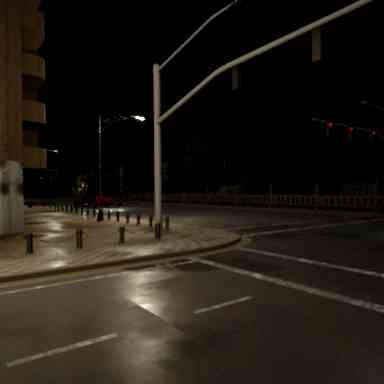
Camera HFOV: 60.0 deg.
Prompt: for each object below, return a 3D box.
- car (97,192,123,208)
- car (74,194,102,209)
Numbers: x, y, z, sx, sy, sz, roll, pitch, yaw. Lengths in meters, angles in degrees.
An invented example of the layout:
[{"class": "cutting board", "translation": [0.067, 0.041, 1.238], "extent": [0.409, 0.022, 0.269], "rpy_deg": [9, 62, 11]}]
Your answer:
[{"class": "car", "translation": [-11.484, 1.054, 45.519], "extent": [2.150, 2.045, 5.566], "rpy_deg": [-1, 1, -36]}, {"class": "car", "translation": [-13.618, 1.382, 42.512], "extent": [1.837, 1.490, 4.892], "rpy_deg": [-1, 1, -36]}]
